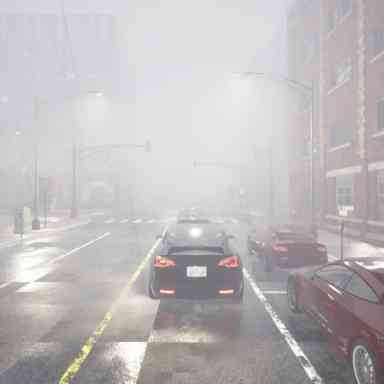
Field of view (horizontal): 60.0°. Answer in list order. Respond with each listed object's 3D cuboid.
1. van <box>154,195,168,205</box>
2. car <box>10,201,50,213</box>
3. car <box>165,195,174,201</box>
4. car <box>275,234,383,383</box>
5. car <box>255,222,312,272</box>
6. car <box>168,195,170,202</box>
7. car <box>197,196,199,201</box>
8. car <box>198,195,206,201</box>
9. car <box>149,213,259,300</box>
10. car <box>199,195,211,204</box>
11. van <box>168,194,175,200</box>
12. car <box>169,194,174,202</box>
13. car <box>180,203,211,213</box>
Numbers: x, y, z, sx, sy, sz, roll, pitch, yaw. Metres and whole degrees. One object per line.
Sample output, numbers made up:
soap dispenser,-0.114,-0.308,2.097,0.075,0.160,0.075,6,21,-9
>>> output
van,-5.785,1.359,59.684,1.690,1.788,3.998,1,0,0
car,-18.782,1.730,38.750,4.313,1.339,1.947,0,-1,0
car,-5.840,1.582,87.945,2.008,1.369,4.403,1,0,0
car,2.659,1.583,4.751,1.802,1.307,4.206,1,0,0
car,2.818,1.585,10.407,1.802,1.307,4.206,1,0,0
car,-5.799,1.603,65.336,1.802,1.307,4.206,1,0,0
car,2.551,1.573,82.270,1.887,1.381,4.507,1,0,0
car,2.540,1.597,87.921,1.947,1.339,4.313,1,0,0
car,0.085,1.506,8.449,2.163,1.488,4.792,0,0,0
car,2.592,1.544,59.830,1.752,1.417,4.829,1,0,0
van,-5.847,1.376,93.598,1.690,1.788,3.998,1,0,0
car,-5.820,1.607,76.641,1.802,1.307,4.206,1,0,0
car,0.068,1.552,17.721,2.033,1.411,5.357,0,0,-1
